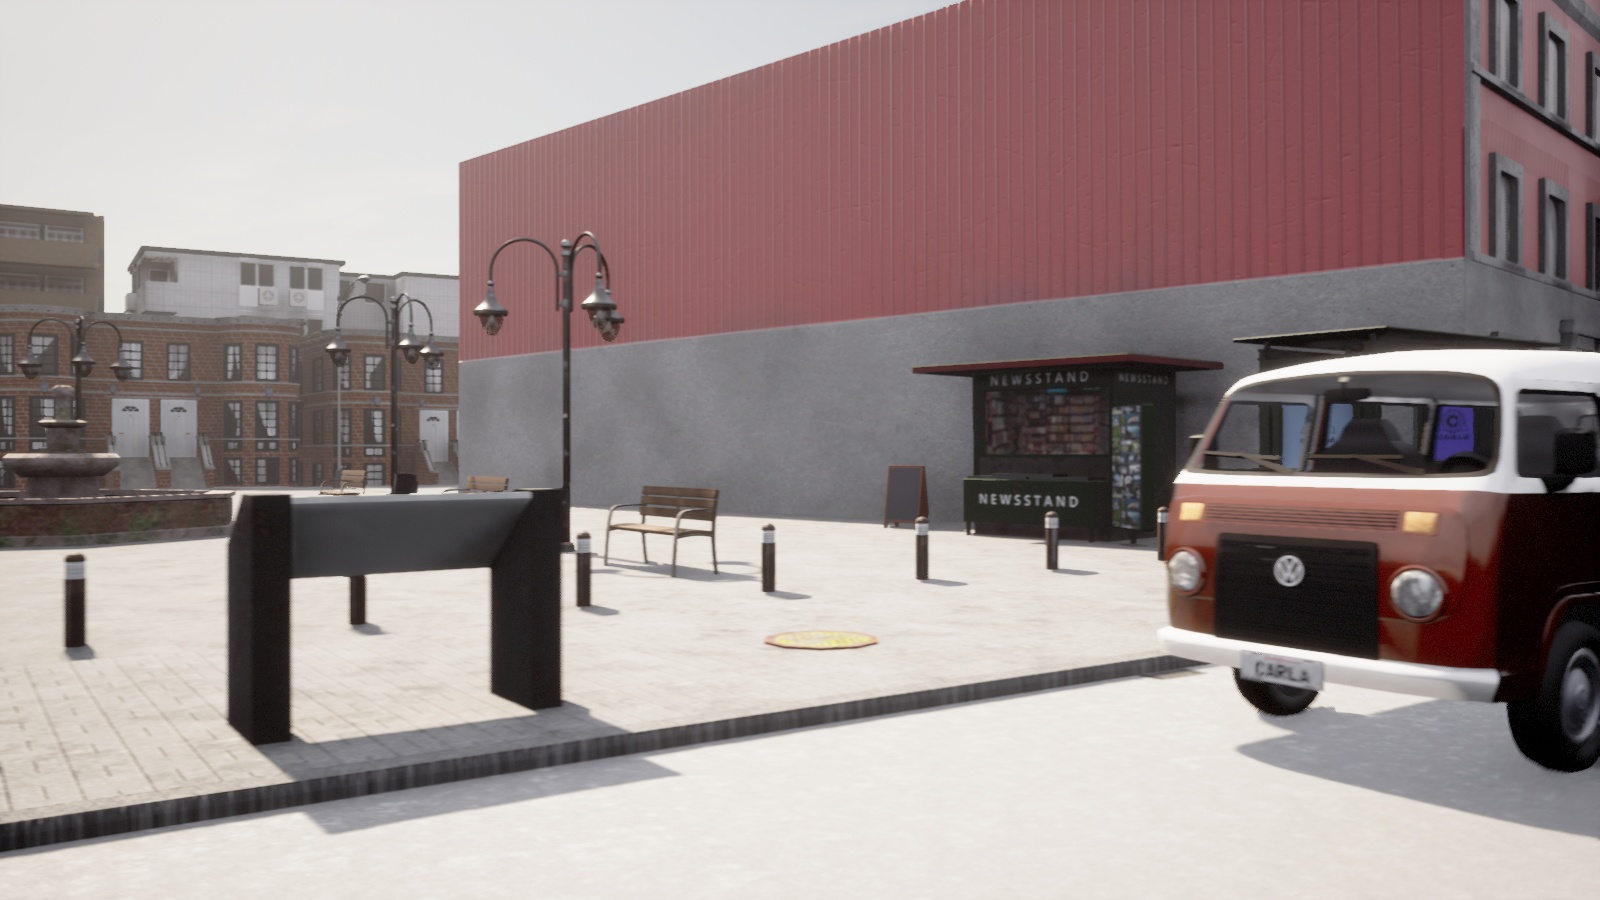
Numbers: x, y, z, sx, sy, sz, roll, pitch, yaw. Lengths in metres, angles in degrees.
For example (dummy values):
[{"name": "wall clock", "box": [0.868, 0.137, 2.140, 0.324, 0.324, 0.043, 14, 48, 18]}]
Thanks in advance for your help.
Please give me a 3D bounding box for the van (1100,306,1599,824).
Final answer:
[{"name": "van", "box": [4.019, 0.444, 7.067, 4.480, 2.038, 2.069, 0, 0, -35]}]
